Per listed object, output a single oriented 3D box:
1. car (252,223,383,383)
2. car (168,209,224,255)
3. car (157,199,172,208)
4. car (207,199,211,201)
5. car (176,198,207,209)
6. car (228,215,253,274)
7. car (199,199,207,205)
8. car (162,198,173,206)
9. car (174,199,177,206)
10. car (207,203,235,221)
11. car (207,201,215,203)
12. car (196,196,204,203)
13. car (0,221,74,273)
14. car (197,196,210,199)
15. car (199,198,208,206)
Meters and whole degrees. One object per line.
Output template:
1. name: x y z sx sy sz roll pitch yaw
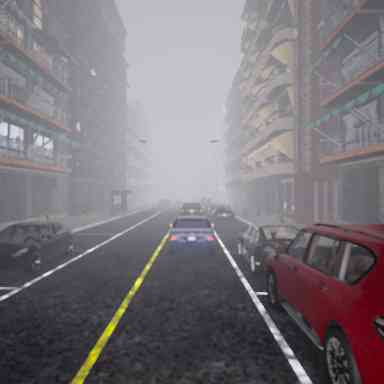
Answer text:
1. car: 2.517 1.363 4.977 2.192 1.841 5.009 -1 -1 0
2. car: -0.007 1.681 13.988 2.033 1.411 5.357 0 -1 0
3. car: -5.363 2.042 61.847 1.967 1.590 4.097 -1 -1 0
4. car: 2.496 1.982 44.624 2.008 1.369 4.403 -1 -1 0
5. car: -0.015 1.629 29.076 2.097 1.767 4.553 0 -1 0
6. car: 2.517 1.652 10.639 2.008 1.369 4.403 -1 -1 0
7. car: 2.509 2.353 78.608 1.802 1.307 4.206 -1 -1 0
8. car: -5.370 2.156 73.149 1.967 1.590 4.097 -1 -1 0
9. car: -2.793 2.237 71.789 2.033 1.411 5.357 0 -1 0
10. car: 2.507 1.830 27.631 1.947 1.339 4.313 -1 -1 0
11. car: 2.503 1.865 33.296 1.887 1.381 4.507 -1 -1 0
12. car: 2.212 2.159 94.291 2.150 2.045 5.566 0 -1 0
13. car: -5.330 1.671 10.987 1.947 1.339 4.313 -1 -1 0
14. car: 2.505 1.914 61.619 2.192 1.841 5.009 -1 -1 0
15. car: 2.515 2.154 72.945 1.967 1.590 4.097 -1 -1 0
